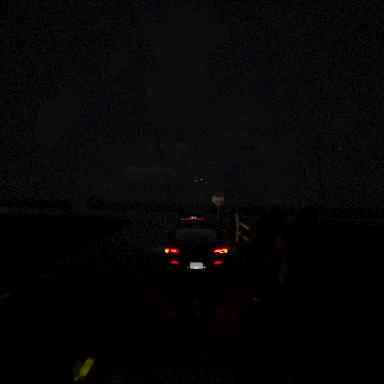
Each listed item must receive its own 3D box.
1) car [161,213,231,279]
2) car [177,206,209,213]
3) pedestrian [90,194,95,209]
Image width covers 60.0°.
[{"bbox_3d":[0.108,1.596,10.152,1.812,1.442,4.674,0,0,0],"label":"car"},{"bbox_3d":[0.075,1.647,20.251,1.837,1.490,4.892,0,0,-1],"label":"car"},{"bbox_3d":[-12.019,1.086,40.155,0.375,1.860,0.375,0,0,0],"label":"pedestrian"}]
